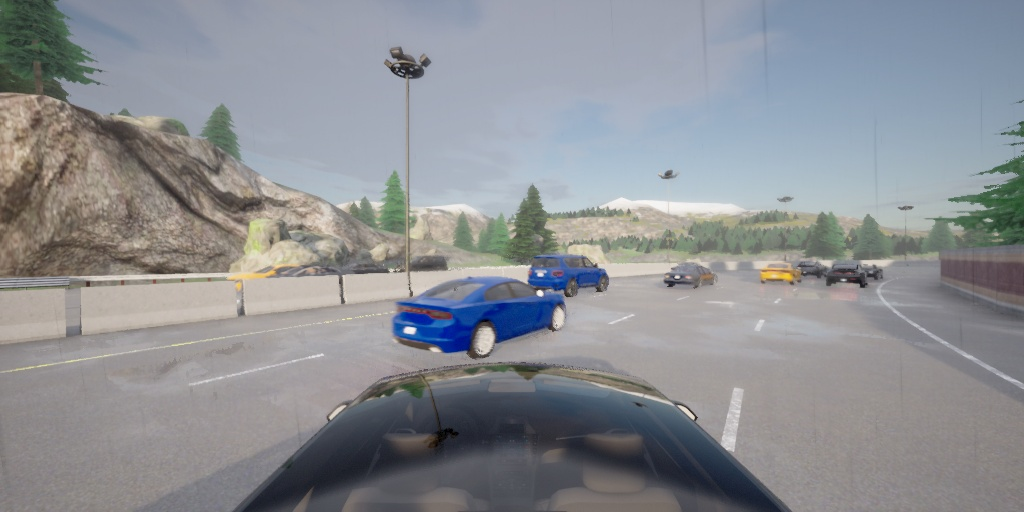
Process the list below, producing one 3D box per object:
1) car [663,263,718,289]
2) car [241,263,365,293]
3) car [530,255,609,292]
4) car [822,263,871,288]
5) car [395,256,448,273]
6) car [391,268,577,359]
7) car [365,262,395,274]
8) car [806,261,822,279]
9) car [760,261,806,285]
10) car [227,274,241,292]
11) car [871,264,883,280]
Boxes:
[{"bbox_3d":[11.646,1.298,23.262,2.033,1.411,5.357,0,0,44],"label":"car"},{"bbox_3d":[-10.682,1.241,18.691,2.128,1.511,4.902,0,0,37],"label":"car"},{"bbox_3d":[3.061,0.971,18.907,2.150,2.045,5.566,0,0,40],"label":"car"},{"bbox_3d":[22.500,1.255,24.061,4.892,1.490,1.837,0,0,-43],"label":"car"},{"bbox_3d":[-9.254,0.971,37.003,2.150,2.045,5.566,0,0,42],"label":"car"},{"bbox_3d":[-0.460,1.227,8.661,1.882,1.535,5.008,0,0,36],"label":"car"},{"bbox_3d":[-12.126,1.255,28.226,1.837,1.490,4.892,0,0,39],"label":"car"},{"bbox_3d":[27.742,1.241,33.176,4.902,1.511,2.128,0,0,-39],"label":"car"},{"bbox_3d":[19.790,1.228,26.313,5.008,1.535,1.882,0,0,-44],"label":"car"},{"bbox_3d":[-13.454,1.227,20.823,1.882,1.535,5.008,0,0,37],"label":"car"},{"bbox_3d":[30.451,1.351,30.882,4.718,1.301,1.895,0,0,-39],"label":"car"}]
